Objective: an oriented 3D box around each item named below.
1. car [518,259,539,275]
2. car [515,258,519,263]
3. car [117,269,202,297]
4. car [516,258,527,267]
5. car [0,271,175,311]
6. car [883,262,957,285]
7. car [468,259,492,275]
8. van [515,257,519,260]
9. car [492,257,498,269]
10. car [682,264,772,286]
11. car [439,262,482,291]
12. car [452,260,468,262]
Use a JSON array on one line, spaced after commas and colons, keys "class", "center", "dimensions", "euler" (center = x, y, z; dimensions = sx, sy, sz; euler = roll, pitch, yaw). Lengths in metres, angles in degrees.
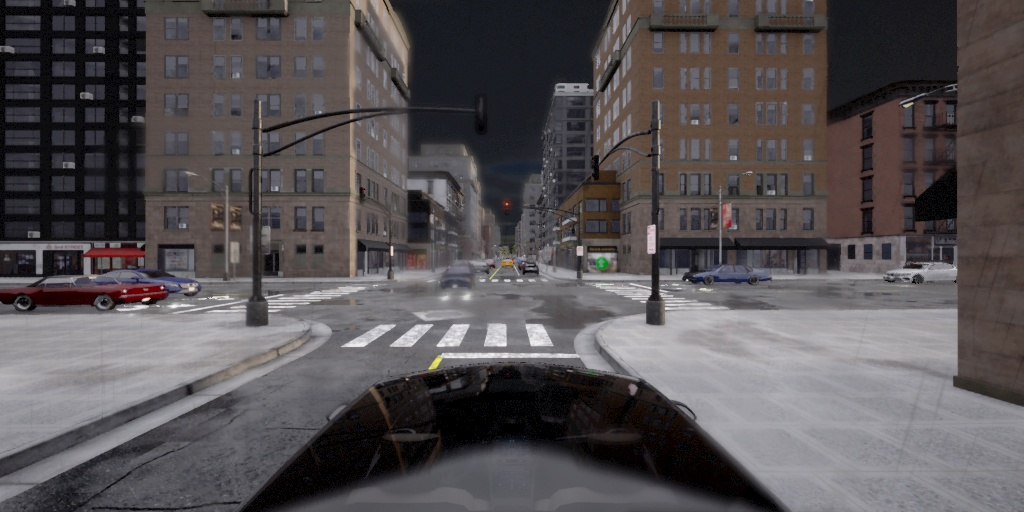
[{"class": "car", "center": [2.010, 1.355, 39.760], "dimensions": [1.948, 1.339, 4.313], "euler": [0, 0, 0]}, {"class": "car", "center": [1.887, 1.386, 56.293], "dimensions": [1.948, 1.339, 4.313], "euler": [0, 0, 0]}, {"class": "car", "center": [-17.743, 1.337, 17.279], "dimensions": [4.674, 1.442, 1.812], "euler": [0, 0, 1]}, {"class": "car", "center": [1.928, 1.391, 50.782], "dimensions": [1.802, 1.307, 4.207], "euler": [0, 0, 0]}, {"class": "car", "center": [-16.570, 1.401, 14.051], "dimensions": [4.718, 1.301, 1.895], "euler": [0, 0, -1]}, {"class": "car", "center": [28.319, 1.164, 24.565], "dimensions": [4.674, 1.442, 1.812], "euler": [-1, 0, -1]}, {"class": "car", "center": [-3.475, 1.316, 39.821], "dimensions": [1.812, 1.442, 4.674], "euler": [0, 0, -1]}, {"class": "van", "center": [1.846, 1.173, 61.803], "dimensions": [1.690, 1.789, 3.998], "euler": [0, 0, 0]}, {"class": "car", "center": [-3.594, 1.300, 57.153], "dimensions": [1.882, 1.535, 5.008], "euler": [0, 0, 0]}, {"class": "car", "center": [14.559, 1.242, 24.395], "dimensions": [5.357, 1.411, 2.033], "euler": [0, 0, -1]}, {"class": "car", "center": [-3.244, 1.310, 22.583], "dimensions": [2.033, 1.411, 5.357], "euler": [0, 0, -2]}, {"class": "car", "center": [-6.015, 1.230, 39.701], "dimensions": [1.967, 1.591, 4.097], "euler": [0, 0, 0]}]
